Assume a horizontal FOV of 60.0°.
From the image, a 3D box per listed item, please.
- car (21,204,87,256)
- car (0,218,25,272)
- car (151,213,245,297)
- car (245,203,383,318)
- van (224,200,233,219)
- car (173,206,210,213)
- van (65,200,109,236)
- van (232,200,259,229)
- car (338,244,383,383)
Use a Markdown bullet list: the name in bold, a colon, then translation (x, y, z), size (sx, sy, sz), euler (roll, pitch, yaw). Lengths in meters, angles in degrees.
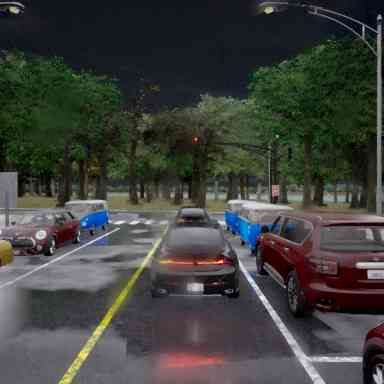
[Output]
- **car**: translation (-5.769, 1.441, 12.797), size (1.967, 1.590, 4.097), euler (0, 0, 0)
- **car**: translation (-5.766, 1.526, 7.190), size (1.752, 1.417, 4.829), euler (0, 0, 0)
- **car**: translation (0.073, 1.505, 8.535), size (1.837, 1.490, 4.892), euler (0, 0, 0)
- **car**: translation (2.759, 1.315, 7.364), size (2.192, 1.841, 5.009), euler (0, 0, 0)
- **van**: translation (2.753, 1.343, 18.239), size (1.690, 1.788, 3.998), euler (0, 0, 0)
- **car**: translation (0.003, 1.507, 17.939), size (1.837, 1.490, 4.892), euler (0, 0, -1)
- **van**: translation (-5.772, 1.343, 18.235), size (1.690, 1.788, 3.998), euler (0, 0, 0)
- **van**: translation (2.756, 1.342, 12.801), size (1.690, 1.788, 3.998), euler (0, 0, 0)
- **car**: translation (2.762, 1.440, 1.926), size (1.967, 1.590, 4.097), euler (0, 0, 0)
